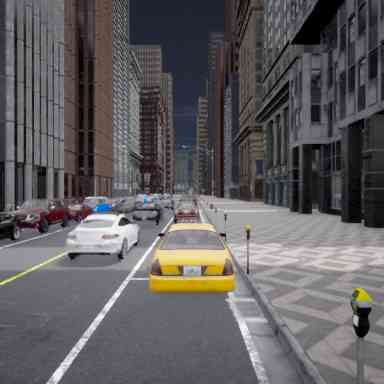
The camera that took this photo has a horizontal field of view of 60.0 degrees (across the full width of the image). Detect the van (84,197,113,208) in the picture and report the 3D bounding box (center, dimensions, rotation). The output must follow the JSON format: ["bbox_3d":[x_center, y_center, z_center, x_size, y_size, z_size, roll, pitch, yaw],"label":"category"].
[{"bbox_3d":[-8.911,1.340,30.980,1.690,1.788,3.998,0,0,0],"label":"van"}]

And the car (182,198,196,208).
[{"bbox_3d":[-0.385,1.564,47.899,1.947,1.339,4.313,0,0,0],"label":"car"}]

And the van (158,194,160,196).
[{"bbox_3d":[-8.912,1.344,76.073,1.690,1.788,3.998,0,0,0],"label":"van"}]

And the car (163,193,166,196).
[{"bbox_3d":[-8.912,1.323,87.347,2.192,1.841,5.009,0,0,0],"label":"car"}]

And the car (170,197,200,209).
[{"bbox_3d":[-0.386,1.439,25.353,1.967,1.590,4.097,0,0,0],"label":"car"}]

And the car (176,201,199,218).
[{"bbox_3d":[-0.385,1.564,30.990,1.947,1.339,4.313,0,0,0],"label":"car"}]

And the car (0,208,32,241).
[{"bbox_3d":[-8.910,1.565,14.070,1.947,1.339,4.313,0,0,0],"label":"car"}]

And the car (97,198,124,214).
[{"bbox_3d":[-8.911,1.439,36.617,1.967,1.590,4.097,0,0,0],"label":"car"}]

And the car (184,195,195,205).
[{"bbox_3d":[-0.386,1.439,59.171,1.967,1.590,4.097,0,0,0],"label":"car"}]

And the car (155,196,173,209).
[{"bbox_3d":[-3.060,1.546,41.550,2.033,1.411,5.357,0,0,0],"label":"car"}]

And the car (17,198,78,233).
[{"bbox_3d":[-8.911,1.314,19.706,2.192,1.841,5.009,0,0,0],"label":"car"}]

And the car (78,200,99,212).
[{"bbox_3d":[-8.910,1.544,25.344,1.887,1.381,4.507,0,0,0],"label":"car"}]

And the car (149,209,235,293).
[{"bbox_3d":[0.005,1.456,8.840,1.801,1.575,5.366,0,0,0],"label":"car"}]

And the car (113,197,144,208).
[{"bbox_3d":[-6.239,1.503,32.708,1.837,1.490,4.892,0,0,0],"label":"car"}]

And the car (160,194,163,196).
[{"bbox_3d":[-8.911,1.446,81.710,1.967,1.590,4.097,0,0,0],"label":"car"}]

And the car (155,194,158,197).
[{"bbox_3d":[-8.911,1.552,70.437,2.008,1.369,4.403,0,0,0],"label":"car"}]

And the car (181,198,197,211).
[{"bbox_3d":[-0.385,1.543,42.263,1.887,1.381,4.507,0,0,0],"label":"car"}]

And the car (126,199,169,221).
[{"bbox_3d":[-3.073,1.491,24.023,2.128,1.511,4.902,0,0,0],"label":"car"}]

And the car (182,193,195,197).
[{"bbox_3d":[-0.386,1.314,36.627,2.192,1.841,5.009,0,0,0],"label":"car"}]

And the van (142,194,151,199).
[{"bbox_3d":[-8.911,1.340,59.164,1.690,1.788,3.998,0,0,0],"label":"van"}]

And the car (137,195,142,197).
[{"bbox_3d":[-8.911,1.439,47.891,1.967,1.590,4.097,0,0,0],"label":"car"}]

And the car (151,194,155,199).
[{"bbox_3d":[-8.911,1.525,64.631,1.752,1.417,4.829,0,0,0],"label":"car"}]

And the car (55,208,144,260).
[{"bbox_3d":[-3.142,1.525,12.379,1.812,1.442,4.674,0,0,0],"label":"car"}]
